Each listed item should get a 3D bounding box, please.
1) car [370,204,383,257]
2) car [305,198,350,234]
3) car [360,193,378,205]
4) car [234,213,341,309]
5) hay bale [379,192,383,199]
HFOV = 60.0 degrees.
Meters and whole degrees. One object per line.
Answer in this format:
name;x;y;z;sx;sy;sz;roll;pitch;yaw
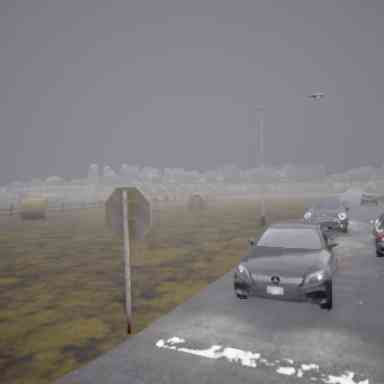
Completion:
car;7.430;1.374;11.696;2.033;1.411;5.357;-1;0;27
car;7.355;1.159;18.048;2.097;1.767;4.553;-1;0;26
car;23.037;0.868;43.280;2.128;1.511;4.902;-1;0;26
car;2.472;1.467;8.038;1.812;1.442;4.674;-1;0;25
hay bale;35.074;0.665;60.899;1.220;1.180;1.240;0;2;26
